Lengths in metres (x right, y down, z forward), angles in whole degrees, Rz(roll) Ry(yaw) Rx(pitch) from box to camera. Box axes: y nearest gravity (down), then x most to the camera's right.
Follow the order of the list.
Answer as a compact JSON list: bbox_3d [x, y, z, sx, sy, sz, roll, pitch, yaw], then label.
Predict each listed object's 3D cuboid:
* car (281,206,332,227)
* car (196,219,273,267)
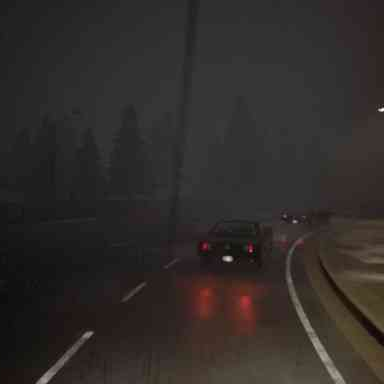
[{"bbox_3d":[7.955,1.592,22.706,1.895,1.301,4.718,0,0,41],"label":"car"},{"bbox_3d":[1.720,1.597,11.513,1.895,1.301,4.718,0,0,19],"label":"car"}]
